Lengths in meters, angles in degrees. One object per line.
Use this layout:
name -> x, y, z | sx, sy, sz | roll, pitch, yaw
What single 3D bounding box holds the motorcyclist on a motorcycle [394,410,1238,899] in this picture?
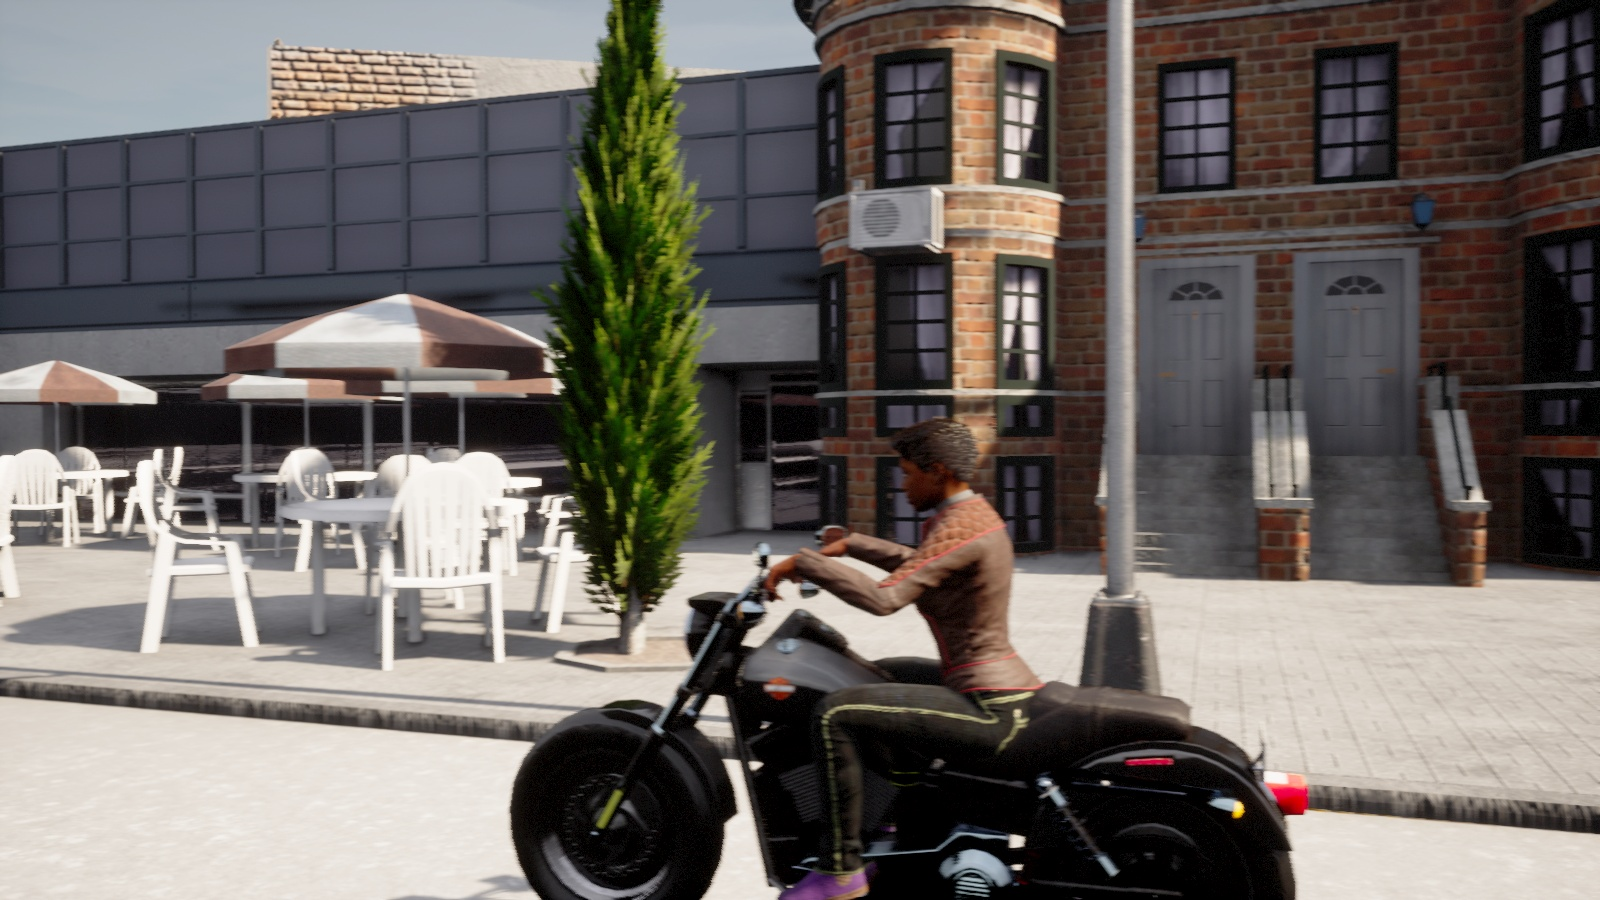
motorcyclist on a motorcycle -> 0.038, 0.718, 3.706 | 2.350, 1.649, 0.766 | 0, 1, 19
